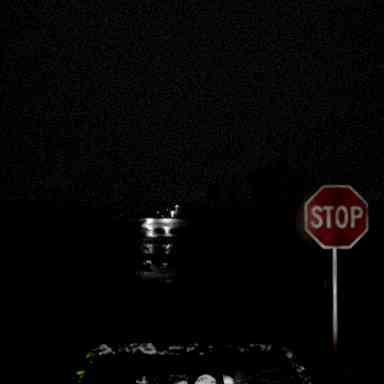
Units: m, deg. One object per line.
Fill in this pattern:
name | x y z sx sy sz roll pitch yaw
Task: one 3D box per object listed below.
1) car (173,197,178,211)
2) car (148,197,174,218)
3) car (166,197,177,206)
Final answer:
car | -3.053 1.613 42.415 2.033 1.411 5.357 0 0 -1
car | -2.945 1.549 31.093 1.837 1.490 4.892 0 0 0
car | -3.624 1.611 59.767 1.837 1.490 4.892 0 -1 -3
